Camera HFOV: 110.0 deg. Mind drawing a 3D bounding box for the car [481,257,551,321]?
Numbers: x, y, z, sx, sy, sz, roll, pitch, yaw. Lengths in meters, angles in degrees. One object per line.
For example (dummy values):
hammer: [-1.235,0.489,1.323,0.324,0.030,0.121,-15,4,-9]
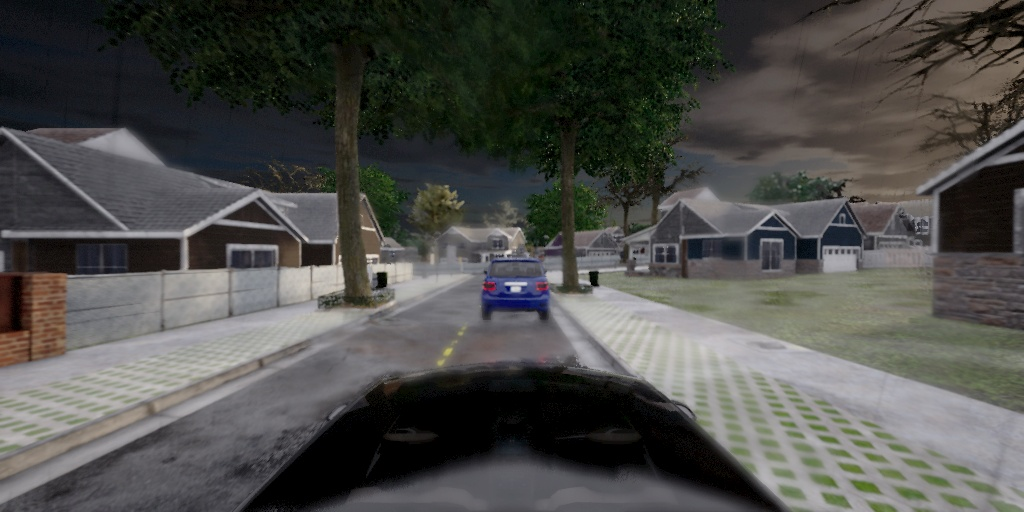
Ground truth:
car: [0.123,1.059,13.016,2.150,2.045,5.566,0,0,0]
